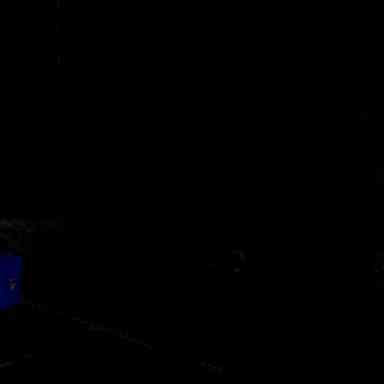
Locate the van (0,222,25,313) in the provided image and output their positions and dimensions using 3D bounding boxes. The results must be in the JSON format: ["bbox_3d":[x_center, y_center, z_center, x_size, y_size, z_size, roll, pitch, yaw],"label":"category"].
[{"bbox_3d":[-4.963,1.411,6.507,3.998,1.788,1.690,-1,0,36],"label":"van"}]
